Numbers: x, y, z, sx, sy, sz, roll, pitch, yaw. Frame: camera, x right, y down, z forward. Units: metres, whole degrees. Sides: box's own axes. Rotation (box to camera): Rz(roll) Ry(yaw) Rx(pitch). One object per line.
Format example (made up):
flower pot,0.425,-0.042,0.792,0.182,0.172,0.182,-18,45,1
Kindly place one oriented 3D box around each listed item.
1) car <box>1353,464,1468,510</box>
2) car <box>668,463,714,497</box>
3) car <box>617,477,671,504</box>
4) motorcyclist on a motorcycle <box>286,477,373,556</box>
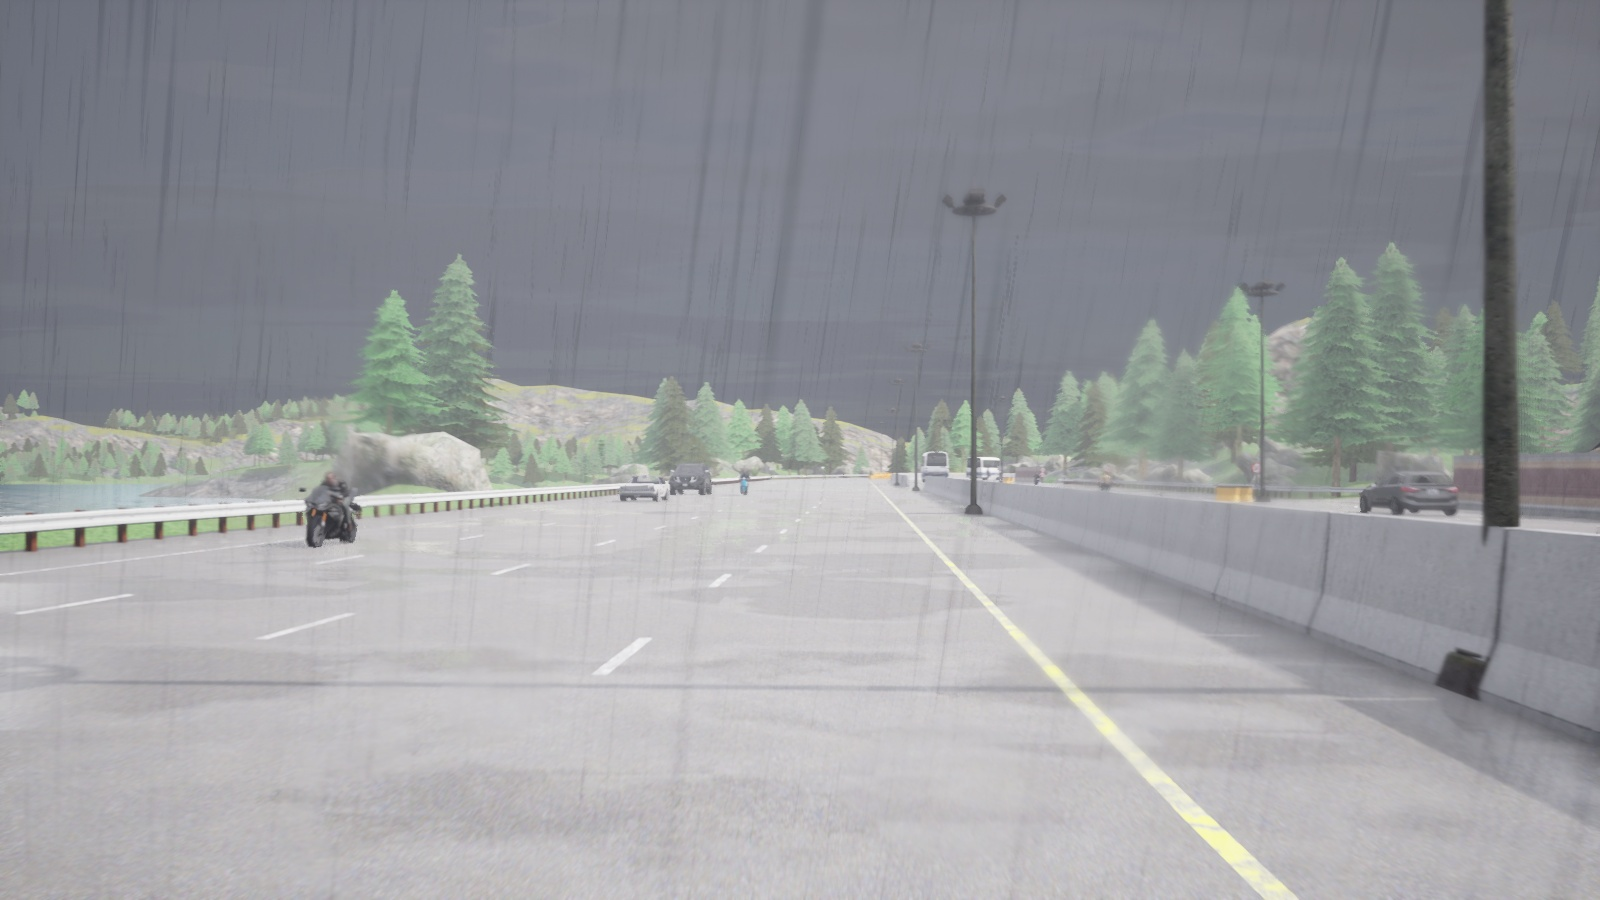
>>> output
car,23.124,1.376,47.788,2.242,1.667,4.611,0,-1,3
car,-6.860,1.891,79.627,2.150,2.045,5.566,0,-1,3
car,-7.695,1.989,62.493,1.895,1.301,4.718,0,-1,3
motorcyclist on a motorcycle,-9.505,1.310,25.473,0.866,1.530,2.191,0,-1,3
